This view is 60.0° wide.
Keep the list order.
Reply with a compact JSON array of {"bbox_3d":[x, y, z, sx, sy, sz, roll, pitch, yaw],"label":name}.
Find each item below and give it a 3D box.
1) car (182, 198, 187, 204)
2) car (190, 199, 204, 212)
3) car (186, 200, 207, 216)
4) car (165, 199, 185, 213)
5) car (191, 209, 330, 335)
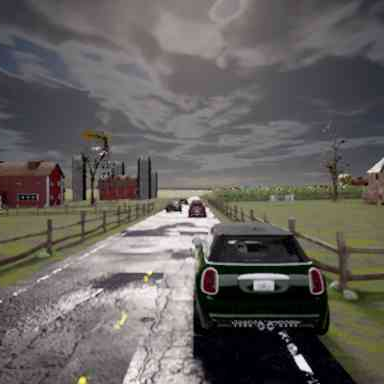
[{"bbox_3d":[-1.785,2.091,71.160,1.812,1.442,4.674,0,-1,1],"label":"car"},{"bbox_3d":[0.674,1.830,46.324,1.882,1.535,5.008,0,0,1],"label":"car"},{"bbox_3d":[0.562,1.789,35.187,1.812,1.442,4.674,0,0,1],"label":"car"},{"bbox_3d":[-2.262,1.893,42.536,1.994,1.385,4.181,0,0,1],"label":"car"},{"bbox_3d":[1.078,1.400,6.987,2.097,1.767,4.553,0,0,1],"label":"car"}]
